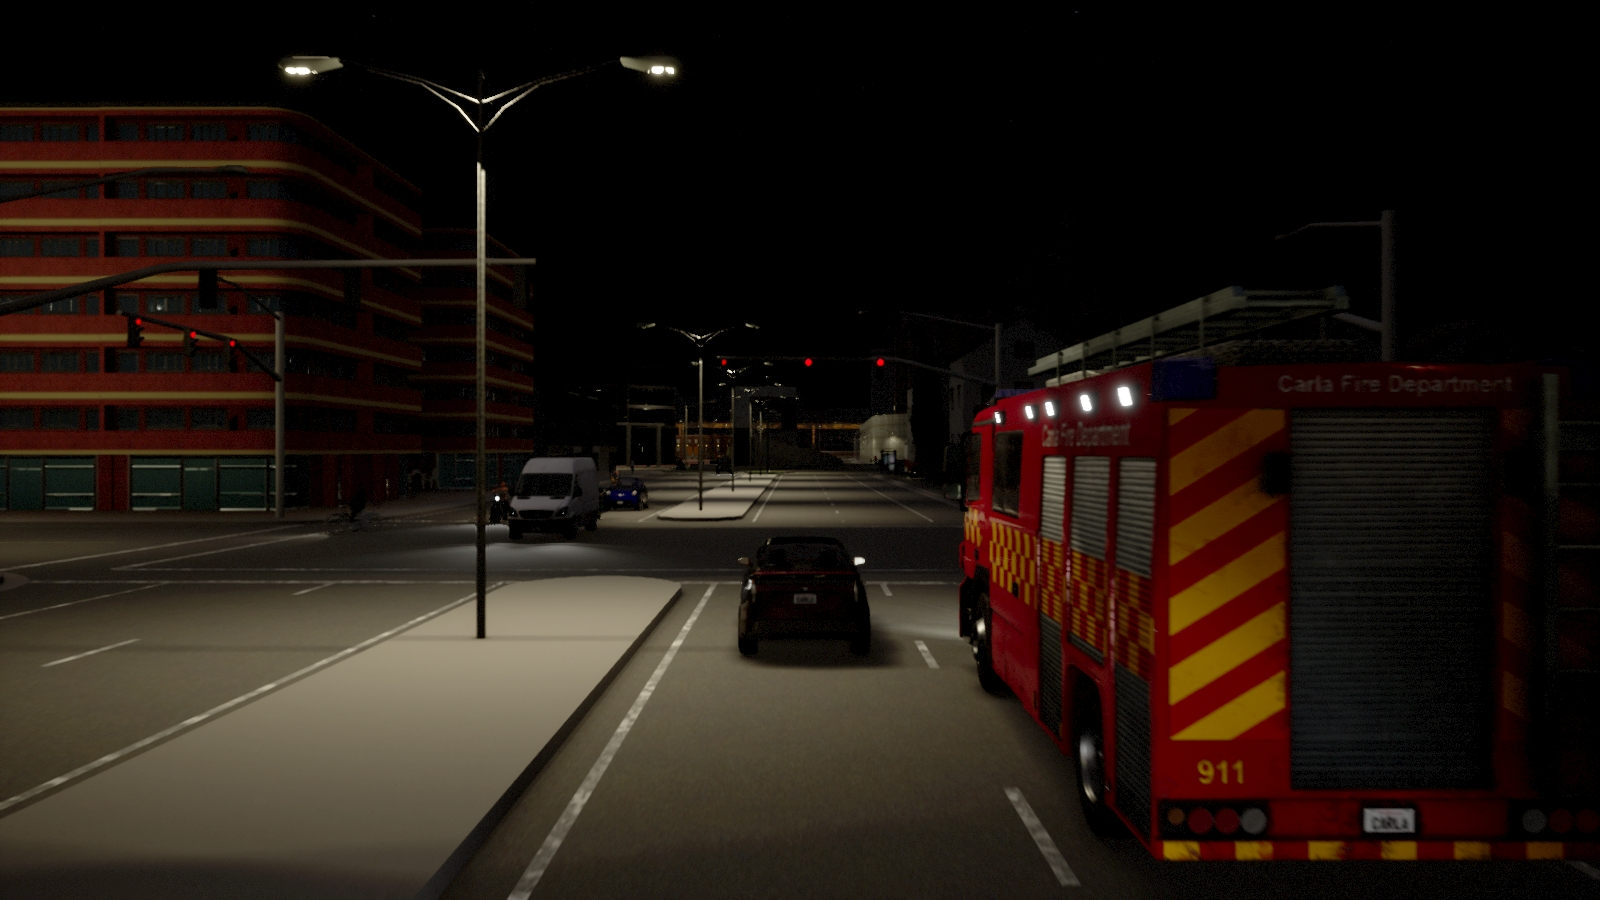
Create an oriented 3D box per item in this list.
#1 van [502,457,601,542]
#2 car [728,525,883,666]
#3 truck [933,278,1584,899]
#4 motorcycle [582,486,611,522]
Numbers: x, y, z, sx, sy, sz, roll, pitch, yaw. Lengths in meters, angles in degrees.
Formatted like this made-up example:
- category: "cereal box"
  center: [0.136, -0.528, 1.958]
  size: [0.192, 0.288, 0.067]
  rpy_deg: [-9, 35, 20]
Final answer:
- category: "van"
  center: [-8.065, 1.535, 37.696]
  size: [1.988, 2.561, 5.915]
  rpy_deg: [0, 0, 0]
- category: "car"
  center: [0.039, 2.040, 17.077]
  size: [2.007, 1.525, 4.514]
  rpy_deg: [0, 0, -1]
- category: "truck"
  center: [3.225, 0.890, 11.041]
  size: [2.891, 3.827, 8.468]
  rpy_deg: [0, 0, 0]
- category: "motorcycle"
  center: [-8.057, 2.129, 45.276]
  size: [0.856, 1.341, 1.805]
  rpy_deg: [0, 0, 0]
